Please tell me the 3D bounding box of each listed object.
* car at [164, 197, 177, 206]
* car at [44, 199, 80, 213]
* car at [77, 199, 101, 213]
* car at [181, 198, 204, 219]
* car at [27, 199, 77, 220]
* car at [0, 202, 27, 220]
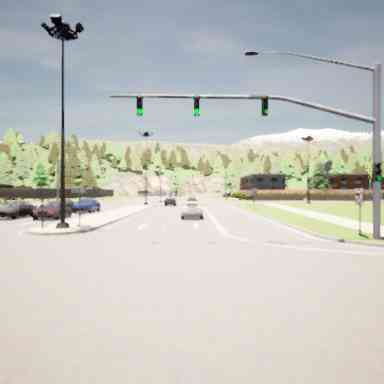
[{"bbox_3d":[-3.485,1.486,54.032,2.128,1.511,4.902,0,0,0],"label":"car"},{"bbox_3d":[-14.990,1.543,38.666,2.033,1.411,5.357,0,0,0],"label":"car"},{"bbox_3d":[-11.513,1.473,36.750,1.882,1.535,5.008,0,0,1],"label":"car"},{"bbox_3d":[0.008,1.523,28.603,1.812,1.442,4.674,0,0,0],"label":"car"},{"bbox_3d":[-11.575,1.560,27.786,1.994,1.385,4.181,0,0,0],"label":"car"},{"bbox_3d":[-15.070,1.544,28.607,2.033,1.411,5.357,0,0,0],"label":"car"}]
